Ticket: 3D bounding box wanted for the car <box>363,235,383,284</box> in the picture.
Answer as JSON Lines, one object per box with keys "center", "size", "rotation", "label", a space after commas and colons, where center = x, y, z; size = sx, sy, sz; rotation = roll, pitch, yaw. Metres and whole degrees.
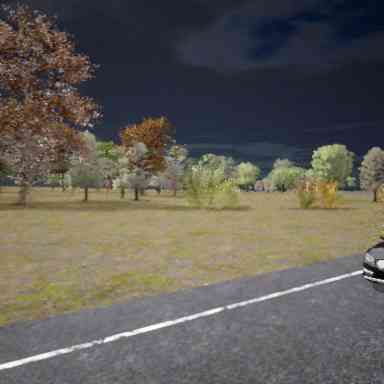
{"center": [6.303, 1.553, 8.624], "size": [4.902, 1.511, 2.128], "rotation": [0, 0, -37], "label": "car"}
